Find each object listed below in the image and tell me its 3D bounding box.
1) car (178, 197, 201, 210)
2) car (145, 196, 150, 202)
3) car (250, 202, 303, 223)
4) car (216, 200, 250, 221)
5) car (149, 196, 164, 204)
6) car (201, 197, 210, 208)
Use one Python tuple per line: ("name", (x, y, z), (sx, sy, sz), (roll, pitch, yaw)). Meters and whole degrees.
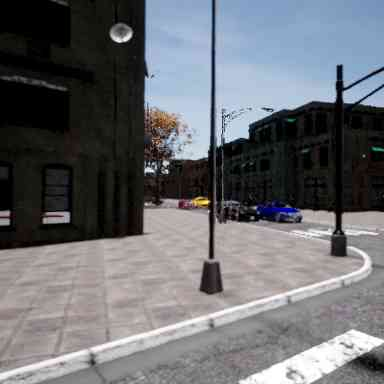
("car", (-0.610, 1.543, 42.201), (1.802, 1.307, 4.206), (1, 0, -15))
("car", (-9.378, 1.585, 74.290), (1.887, 1.381, 4.507), (1, 0, -15))
("car", (6.535, 1.469, 25.419), (1.812, 1.442, 4.674), (1, 0, -16))
("car", (3.774, 1.486, 26.157), (1.947, 1.339, 4.313), (1, 0, -15))
("car", (-6.456, 1.580, 63.594), (1.947, 1.339, 4.313), (1, 0, -15))
("car", (1.279, 1.470, 44.703), (1.882, 1.535, 5.008), (1, 0, -15))
